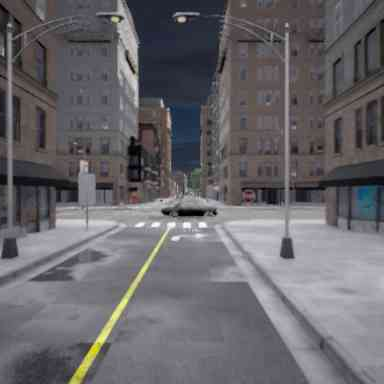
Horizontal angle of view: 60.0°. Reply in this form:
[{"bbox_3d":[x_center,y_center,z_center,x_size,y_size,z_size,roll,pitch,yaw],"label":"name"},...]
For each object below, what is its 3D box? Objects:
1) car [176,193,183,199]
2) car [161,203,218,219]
[{"bbox_3d":[-3.113,1.103,84.862,2.128,1.511,4.902,0,0,-2],"label":"car"},{"bbox_3d":[-0.163,1.537,27.812,4.718,1.301,1.895,0,0,0],"label":"car"}]
